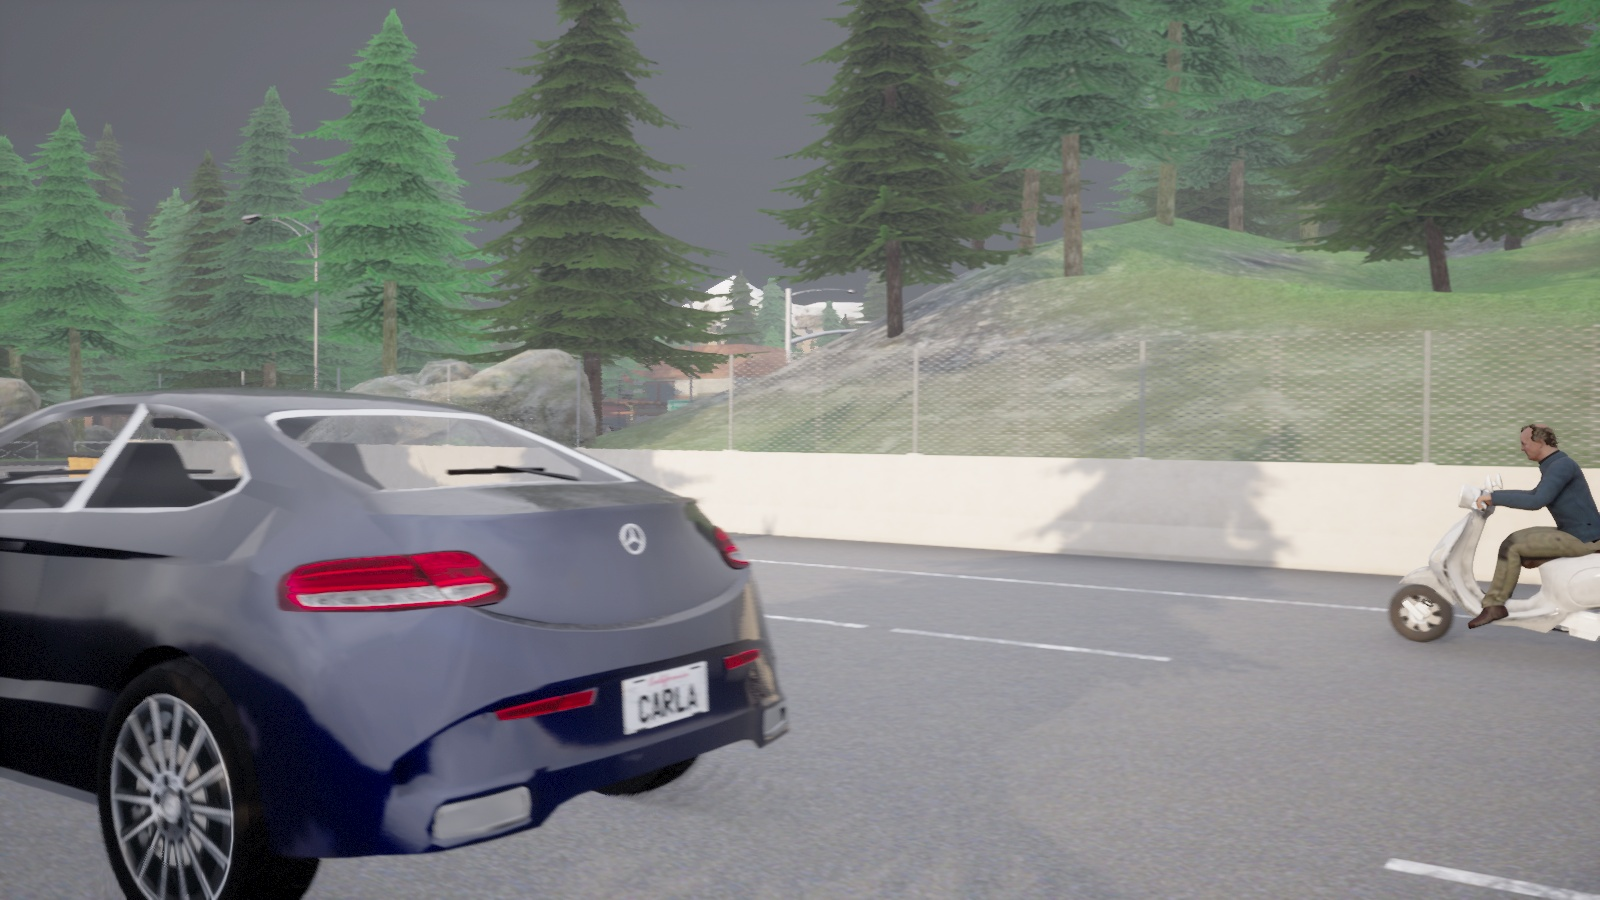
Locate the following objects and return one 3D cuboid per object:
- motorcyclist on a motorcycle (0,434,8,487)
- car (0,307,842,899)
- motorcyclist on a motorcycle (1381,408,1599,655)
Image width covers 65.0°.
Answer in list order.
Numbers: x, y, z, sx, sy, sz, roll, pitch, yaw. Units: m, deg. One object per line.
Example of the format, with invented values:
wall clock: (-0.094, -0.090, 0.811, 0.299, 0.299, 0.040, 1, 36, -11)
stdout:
motorcyclist on a motorcycle: (-24.225, 0.419, 36.091, 0.866, 1.530, 2.191, 0, 6, 36)
car: (-2.532, 0.461, 5.301, 5.027, 1.651, 2.152, 0, 1, 34)
motorcyclist on a motorcycle: (5.072, 0.521, 8.656, 1.817, 1.590, 0.866, 0, 1, 34)
